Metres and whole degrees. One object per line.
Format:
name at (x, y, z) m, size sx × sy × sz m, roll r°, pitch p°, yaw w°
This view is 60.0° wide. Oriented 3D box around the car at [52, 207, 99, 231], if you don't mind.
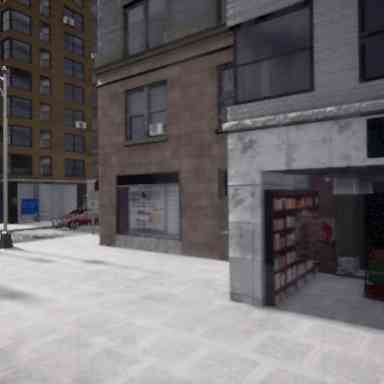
car at (-7.546, 1.827, 23.599) m, size 1.812 × 1.442 × 4.674 m, roll -1°, pitch -1°, yaw 36°
